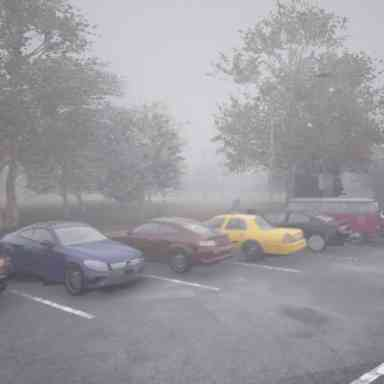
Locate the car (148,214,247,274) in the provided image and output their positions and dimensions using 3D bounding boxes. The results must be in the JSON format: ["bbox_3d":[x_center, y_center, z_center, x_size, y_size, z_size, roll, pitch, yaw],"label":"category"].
[{"bbox_3d":[-0.909,1.526,10.503,4.674,1.452,2.002,-1,-1,35],"label":"car"}]

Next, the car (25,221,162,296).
[{"bbox_3d":[-3.312,1.526,8.795,4.674,1.452,2.002,0,-1,35],"label":"car"}]

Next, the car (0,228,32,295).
[{"bbox_3d":[-5.733,1.525,7.103,4.674,1.452,2.002,-1,-1,34],"label":"car"}]

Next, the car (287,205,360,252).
[{"bbox_3d":[3.970,1.482,13.892,5.008,1.535,2.097,-1,0,35],"label":"car"}]

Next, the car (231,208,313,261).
[{"bbox_3d":[1.370,1.485,12.317,5.366,1.575,1.946,-1,0,35],"label":"car"}]

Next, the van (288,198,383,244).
[{"bbox_3d":[6.318,1.254,15.644,4.442,1.987,1.878,-1,0,35],"label":"van"}]
